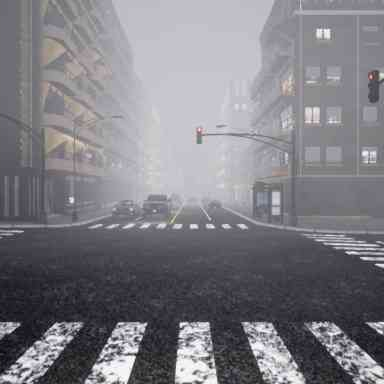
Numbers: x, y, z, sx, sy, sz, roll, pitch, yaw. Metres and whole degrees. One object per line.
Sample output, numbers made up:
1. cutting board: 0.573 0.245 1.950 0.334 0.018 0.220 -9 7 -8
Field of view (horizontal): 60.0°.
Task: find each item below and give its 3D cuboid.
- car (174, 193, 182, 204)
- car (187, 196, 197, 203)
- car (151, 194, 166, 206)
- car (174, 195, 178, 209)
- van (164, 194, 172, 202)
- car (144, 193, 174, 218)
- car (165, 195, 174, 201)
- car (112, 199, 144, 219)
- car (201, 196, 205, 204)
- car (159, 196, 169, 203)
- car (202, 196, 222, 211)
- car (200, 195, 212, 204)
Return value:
1. car: -3.068 1.223 61.980 2.150 2.045 5.566 0 0 0
2. car: 0.046 1.561 69.642 1.994 1.385 4.181 0 0 0
3. car: -5.737 1.312 57.333 2.192 1.841 5.009 0 0 0
4. car: -3.129 1.502 41.624 1.837 1.490 4.892 0 0 0
5. van: -5.753 1.337 79.889 1.690 1.788 3.998 0 0 0
6. car: -3.123 1.219 30.342 2.150 2.045 5.566 0 0 0
7. car: -5.757 1.546 85.528 2.008 1.369 4.403 0 0 0
8. car: -5.715 1.438 29.140 1.967 1.590 4.097 0 0 0
9. car: 2.653 1.542 46.057 1.887 1.381 4.507 0 0 0
10. car: -5.744 1.522 68.441 1.752 1.417 4.829 0 0 0
11. car: 2.657 1.548 40.419 2.008 1.369 4.403 0 0 0
12. car: 2.640 1.437 62.974 1.967 1.590 4.097 0 0 0
